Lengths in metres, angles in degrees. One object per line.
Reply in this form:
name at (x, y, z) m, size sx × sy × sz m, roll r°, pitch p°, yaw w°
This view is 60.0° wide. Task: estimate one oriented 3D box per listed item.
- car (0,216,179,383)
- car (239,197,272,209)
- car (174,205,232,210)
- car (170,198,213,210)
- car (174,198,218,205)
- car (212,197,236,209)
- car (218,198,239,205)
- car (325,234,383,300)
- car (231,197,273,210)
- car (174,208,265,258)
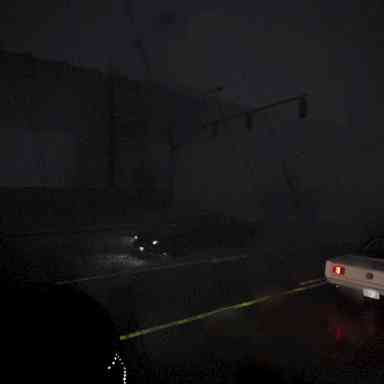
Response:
car at (-3.003, 1.222, 1.607) m, size 5.566 × 2.045 × 2.150 m, roll 0°, pitch 0°, yaw -35°
car at (7.661, 1.293, 42.834) m, size 4.536 × 1.218 × 1.853 m, roll 0°, pitch 0°, yaw -7°
car at (0.184, 1.563, 17.026) m, size 4.181 × 1.385 × 1.994 m, roll 0°, pitch 0°, yaw -36°
car at (0.008, 1.293, 36.399) m, size 4.536 × 1.218 × 1.853 m, roll 0°, pitch 0°, yaw 8°
car at (0.060, 1.451, 36.392) m, size 4.974 × 1.542 × 2.038 m, roll 0°, pitch 0°, yaw 8°
car at (3.819, 1.293, 39.129) m, size 1.853 × 1.218 × 4.536 m, roll 0°, pitch 0°, yaw 18°
car at (3.803, 1.451, 39.079) m, size 2.038 × 1.542 × 4.974 m, roll 0°, pitch 0°, yaw 18°
car at (5.142, 1.600, 7.447) m, size 4.718 × 1.301 × 1.895 m, roll 0°, pitch 0°, yaw -35°
car at (7.712, 1.450, 42.840) m, size 4.974 × 1.542 × 2.038 m, roll 0°, pitch 0°, yaw -7°
car at (0.446, 1.547, 12.913) m, size 5.357 × 1.411 × 2.033 m, roll 0°, pitch 0°, yaw -36°
